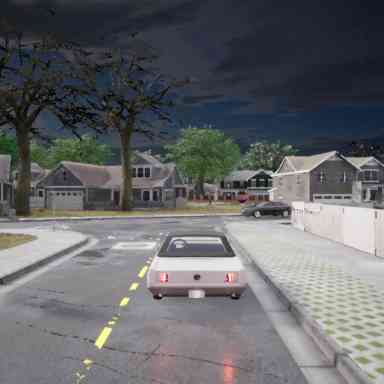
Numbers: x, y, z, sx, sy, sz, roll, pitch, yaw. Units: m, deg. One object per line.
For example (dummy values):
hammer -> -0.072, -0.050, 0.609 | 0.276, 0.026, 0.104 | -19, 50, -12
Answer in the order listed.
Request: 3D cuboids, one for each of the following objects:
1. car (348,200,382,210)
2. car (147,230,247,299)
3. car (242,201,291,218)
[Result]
car -> 16.753, 1.600, 33.520 | 4.892, 1.490, 1.837 | 1, 0, -17
car -> 0.097, 1.602, 8.374 | 1.895, 1.301, 4.718 | 0, 0, 0
car -> 6.781, 1.554, 30.147 | 4.892, 1.490, 1.837 | 0, 0, -19
